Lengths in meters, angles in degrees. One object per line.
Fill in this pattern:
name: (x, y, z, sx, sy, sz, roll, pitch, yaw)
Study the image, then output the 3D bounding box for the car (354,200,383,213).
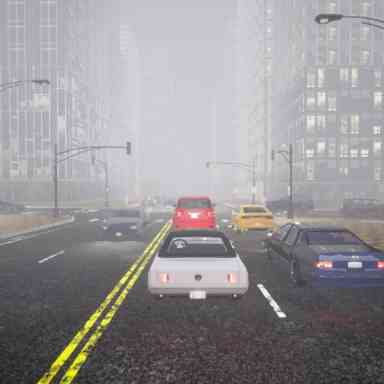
car: (21.849, 1.642, 39.042, 4.829, 1.417, 1.752, 1, 0, 1)

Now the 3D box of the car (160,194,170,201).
car: (-6.421, 1.282, 80.618, 2.097, 1.767, 4.553, 0, 0, 0)

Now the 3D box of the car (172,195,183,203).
car: (-3.180, 1.465, 71.526, 2.128, 1.511, 4.902, 0, 0, 0)

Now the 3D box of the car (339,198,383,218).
car: (16.232, 1.519, 30.762, 5.009, 1.841, 2.192, 1, 0, 1)

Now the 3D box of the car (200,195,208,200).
car: (3.342, 1.448, 92.399, 2.033, 1.411, 5.357, 0, 0, 0)

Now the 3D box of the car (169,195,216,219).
car: (0.118, 1.212, 18.088, 2.150, 2.045, 5.566, 0, 0, 0)

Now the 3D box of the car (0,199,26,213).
car: (-19.359, 1.407, 33.970, 4.181, 1.385, 1.994, 1, 1, 1)

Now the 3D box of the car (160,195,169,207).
car: (-3.288, 1.528, 51.177, 1.994, 1.385, 4.181, 0, 0, 0)

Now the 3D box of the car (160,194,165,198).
car: (-6.494, 1.432, 60.418, 1.882, 1.535, 5.008, 0, 0, -1)

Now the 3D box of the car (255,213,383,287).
car: (3.364, 1.543, 9.356, 2.033, 1.411, 5.357, 0, 0, 0)

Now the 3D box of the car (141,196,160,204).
car: (-6.544, 1.457, 50.744, 2.128, 1.511, 4.902, 0, 0, 0)

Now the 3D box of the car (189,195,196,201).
car: (0.081, 1.449, 82.183, 1.812, 1.442, 4.674, 0, 0, 0)

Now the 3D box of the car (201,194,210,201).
car: (3.331, 1.403, 82.040, 1.882, 1.535, 5.008, 0, 0, 0)

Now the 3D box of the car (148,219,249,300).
car: (0.110, 1.597, 8.329, 1.895, 1.301, 4.718, 0, 0, 0)

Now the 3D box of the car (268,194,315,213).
car: (10.571, 1.283, 36.530, 5.566, 2.045, 2.150, 1, 1, -1)

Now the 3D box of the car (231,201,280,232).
car: (3.373, 1.468, 19.175, 1.882, 1.535, 5.008, 0, 0, 1)

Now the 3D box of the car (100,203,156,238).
car: (-3.333, 1.538, 17.821, 2.033, 1.411, 5.357, 0, 0, 0)
